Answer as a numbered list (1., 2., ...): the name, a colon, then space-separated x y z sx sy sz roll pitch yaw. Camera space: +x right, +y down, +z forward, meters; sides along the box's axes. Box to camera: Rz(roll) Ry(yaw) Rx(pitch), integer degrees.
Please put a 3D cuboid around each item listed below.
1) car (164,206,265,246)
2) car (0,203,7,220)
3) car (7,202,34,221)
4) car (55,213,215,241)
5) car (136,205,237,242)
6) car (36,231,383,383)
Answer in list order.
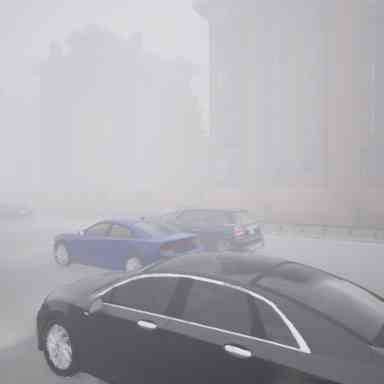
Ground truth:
1. car: 0.292 1.350 12.376 4.553 1.767 2.097 0 0 36
2. car: -15.496 1.470 23.613 5.008 1.535 1.882 0 0 35
3. car: -14.984 1.555 27.548 4.181 1.385 1.994 0 0 35
4. car: -2.031 1.475 9.733 5.008 1.535 1.882 0 0 35
5. car: -0.387 1.488 17.154 4.902 1.511 2.128 0 0 35
6. car: 0.109 1.504 3.912 4.892 1.490 1.837 0 0 35
